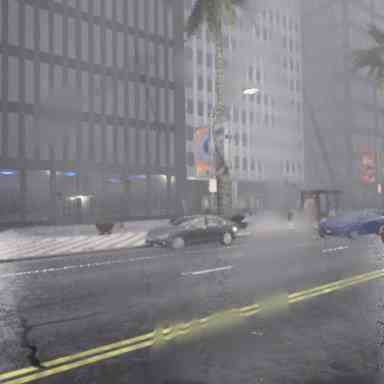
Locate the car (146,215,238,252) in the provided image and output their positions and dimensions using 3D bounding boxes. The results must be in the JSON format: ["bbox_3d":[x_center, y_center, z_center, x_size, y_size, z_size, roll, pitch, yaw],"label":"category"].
[{"bbox_3d":[0.097,1.898,16.263,4.892,1.521,2.231,0,-2,-36],"label":"car"}]

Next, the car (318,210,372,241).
[{"bbox_3d":[9.287,1.831,19.157,5.008,1.535,1.882,0,-2,-35],"label":"car"}]

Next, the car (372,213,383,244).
[{"bbox_3d":[11.088,1.728,16.145,5.008,1.535,1.882,0,-2,-35],"label":"car"}]
